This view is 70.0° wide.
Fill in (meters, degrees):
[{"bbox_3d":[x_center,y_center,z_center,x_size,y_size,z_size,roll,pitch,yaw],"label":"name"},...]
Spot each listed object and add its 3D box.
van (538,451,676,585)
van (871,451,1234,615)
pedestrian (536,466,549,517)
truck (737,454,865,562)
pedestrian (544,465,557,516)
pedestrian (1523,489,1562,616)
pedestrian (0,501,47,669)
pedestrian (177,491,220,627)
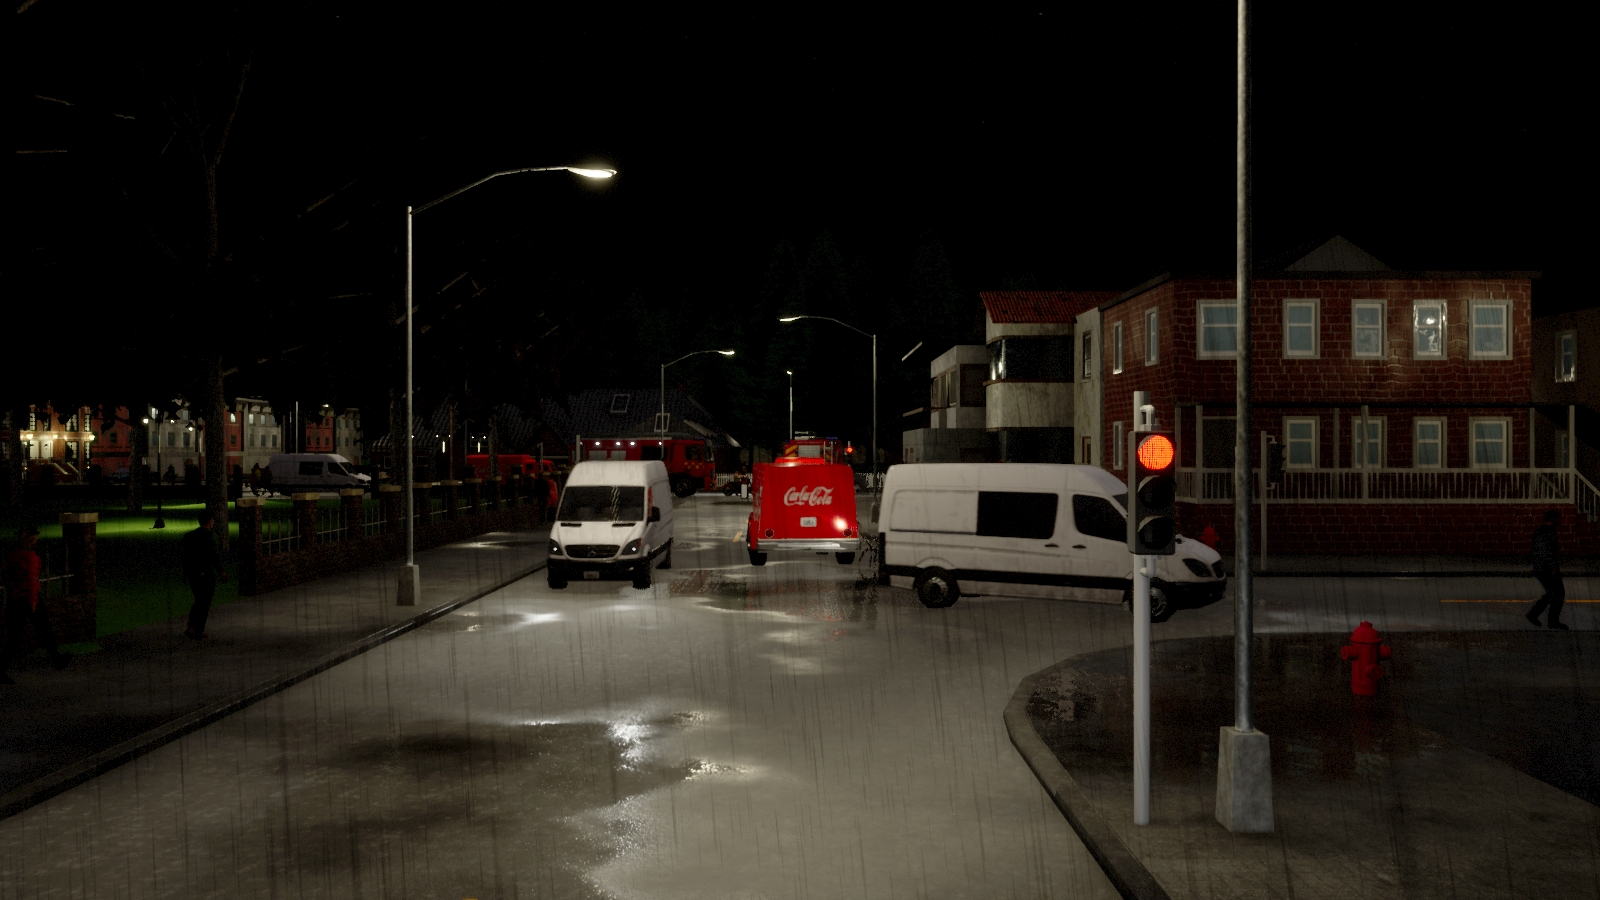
[{"bbox_3d":[-4.016,1.304,24.832,1.988,2.561,5.915,0,0,0],"label":"van"},{"bbox_3d":[4.356,1.306,20.107,5.915,2.561,1.988,0,0,28],"label":"van"},{"bbox_3d":[-9.363,1.507,41.510,0.375,1.860,0.375,0,0,0],"label":"pedestrian"},{"bbox_3d":[-0.107,1.336,28.945,2.627,2.467,5.204,0,0,-7],"label":"truck"},{"bbox_3d":[-9.305,1.506,42.643,0.375,1.860,0.375,0,0,1],"label":"pedestrian"},{"bbox_3d":[11.077,1.519,17.045,0.375,1.860,0.375,0,0,12],"label":"pedestrian"},{"bbox_3d":[-8.880,1.519,12.990,0.375,1.860,0.375,0,0,10],"label":"pedestrian"},{"bbox_3d":[-8.417,1.518,15.999,0.375,1.860,0.375,0,0,11],"label":"pedestrian"}]
